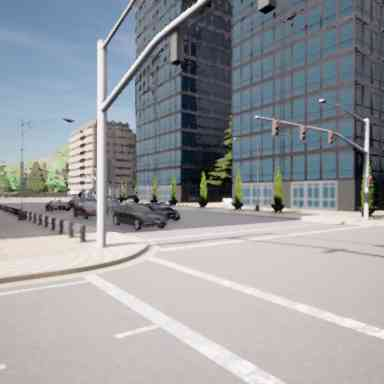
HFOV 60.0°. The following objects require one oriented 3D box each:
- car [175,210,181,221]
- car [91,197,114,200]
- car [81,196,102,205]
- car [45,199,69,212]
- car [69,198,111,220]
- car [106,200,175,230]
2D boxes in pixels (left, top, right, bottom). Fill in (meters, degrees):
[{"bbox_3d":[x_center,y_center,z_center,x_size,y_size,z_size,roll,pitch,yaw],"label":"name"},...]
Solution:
[{"bbox_3d":[-2.633,1.551,25.891,1.994,1.385,4.181,0,0,-36],"label":"car"},{"bbox_3d":[-8.484,1.492,34.166,1.837,1.490,4.892,0,0,-35],"label":"car"},{"bbox_3d":[-18.542,1.560,61.079,2.033,1.411,5.357,0,0,-35],"label":"car"},{"bbox_3d":[-15.266,1.540,37.762,1.994,1.385,4.181,0,0,-35],"label":"car"},{"bbox_3d":[-8.713,1.501,28.400,1.812,1.442,4.674,0,0,-35],"label":"car"},{"bbox_3d":[-3.363,1.481,20.901,1.837,1.490,4.892,0,0,-37],"label":"car"}]
